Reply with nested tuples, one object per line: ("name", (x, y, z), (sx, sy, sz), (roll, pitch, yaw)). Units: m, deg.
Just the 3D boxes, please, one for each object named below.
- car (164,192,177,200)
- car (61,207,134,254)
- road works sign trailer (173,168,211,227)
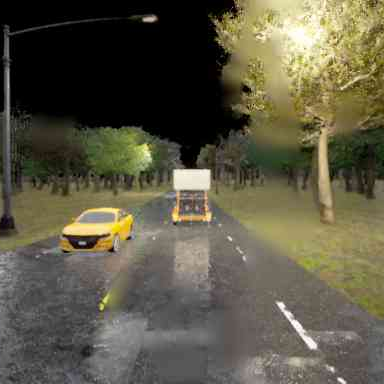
("car", (-3.555, 0.677, 55.211), (1.895, 1.301, 4.718), (0, 2, 1))
("car", (-3.601, 1.394, 13.417), (1.882, 1.535, 5.008), (0, 1, 0))
("road works sign trailer", (0.000, 0.288, 21.095), (2.380, 3.560, 2.880), (0, 1, 0))
